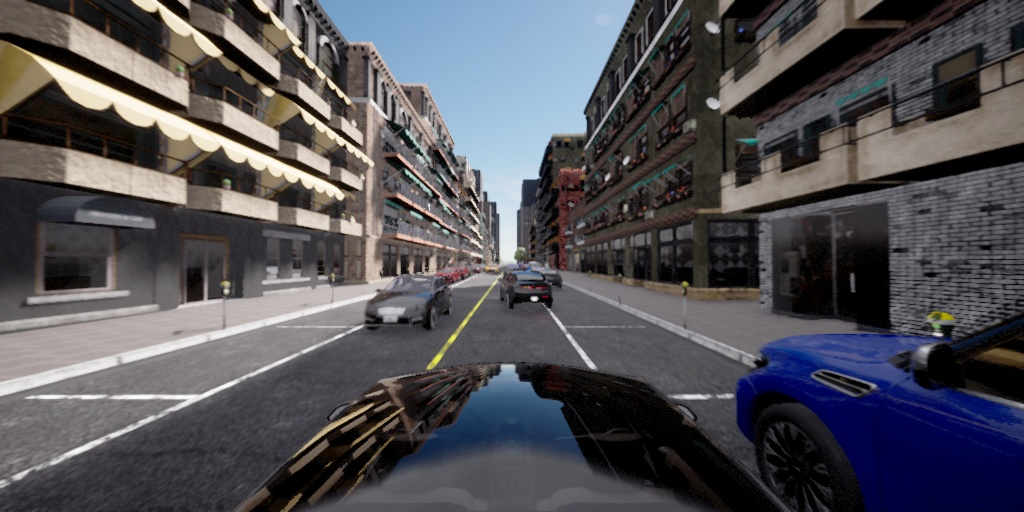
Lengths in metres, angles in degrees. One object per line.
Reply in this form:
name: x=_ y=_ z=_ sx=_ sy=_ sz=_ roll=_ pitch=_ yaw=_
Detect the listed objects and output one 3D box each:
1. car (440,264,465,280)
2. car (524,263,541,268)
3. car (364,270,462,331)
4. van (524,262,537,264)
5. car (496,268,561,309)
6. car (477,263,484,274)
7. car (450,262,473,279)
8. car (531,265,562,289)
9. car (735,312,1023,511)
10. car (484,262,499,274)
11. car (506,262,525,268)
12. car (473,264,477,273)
car: x=-5.721 y=1.699 z=32.105 sx=1.888 sy=1.381 sz=4.507 roll=0 pitch=0 yaw=0
car: x=2.654 y=1.781 z=37.778 sx=2.007 sy=1.370 sz=4.403 roll=0 pitch=0 yaw=0
car: x=-3.110 y=1.371 z=11.628 sx=2.128 sy=1.511 sz=4.902 roll=0 pitch=-1 yaw=0
van: x=2.648 y=1.651 z=43.439 sx=1.690 sy=1.789 sz=3.998 roll=0 pitch=0 yaw=0
car: x=0.556 y=1.444 z=16.236 sx=1.837 sy=1.490 sz=4.892 roll=0 pitch=-1 yaw=-7
car: x=-5.744 y=1.913 z=54.760 sx=1.967 sy=1.591 sz=4.097 roll=0 pitch=0 yaw=0
car: x=-5.726 y=1.546 z=37.770 sx=2.192 sy=1.841 sz=5.009 roll=0 pitch=0 yaw=0
car: x=2.665 y=1.626 z=26.449 sx=2.007 sy=1.370 sz=4.403 roll=0 pitch=0 yaw=0
car: x=3.108 y=0.967 z=0.884 sx=2.150 sy=2.045 sz=5.566 roll=0 pitch=-1 yaw=0
car: x=-3.056 y=2.003 z=55.963 sx=1.882 sy=1.535 sz=5.008 roll=0 pitch=-1 yaw=0
car: x=0.059 y=1.745 z=39.370 sx=2.128 sy=1.511 sz=4.902 roll=0 pitch=-1 yaw=0
car: x=-5.732 y=1.877 z=43.432 sx=1.948 sy=1.339 sz=4.313 roll=0 pitch=0 yaw=0
